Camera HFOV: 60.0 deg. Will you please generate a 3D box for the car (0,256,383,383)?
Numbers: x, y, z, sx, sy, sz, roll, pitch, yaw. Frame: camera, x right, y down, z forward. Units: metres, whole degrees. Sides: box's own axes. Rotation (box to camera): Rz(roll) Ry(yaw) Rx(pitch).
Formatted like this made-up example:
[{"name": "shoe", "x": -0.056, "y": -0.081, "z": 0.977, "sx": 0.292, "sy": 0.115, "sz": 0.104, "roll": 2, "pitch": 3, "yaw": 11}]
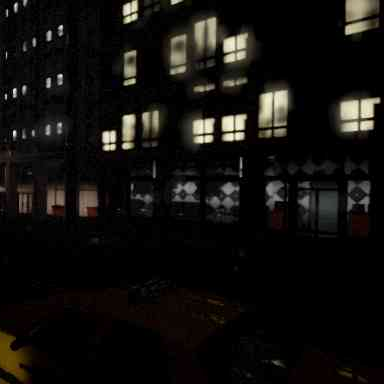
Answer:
[{"name": "car", "x": -0.594, "y": 1.523, "z": 3.280, "sx": 4.829, "sy": 1.417, "sz": 1.752, "roll": 0, "pitch": 1, "yaw": 36}]
